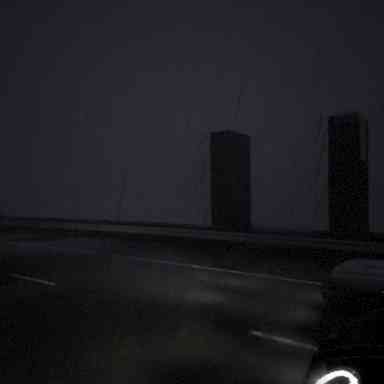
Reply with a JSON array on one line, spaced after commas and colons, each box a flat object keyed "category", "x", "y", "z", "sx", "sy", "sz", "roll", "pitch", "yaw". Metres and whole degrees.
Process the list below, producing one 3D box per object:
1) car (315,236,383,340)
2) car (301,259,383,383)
[{"category": "car", "x": 4.547, "y": 1.572, "z": 4.999, "sx": 4.718, "sy": 1.301, "sz": 1.895, "roll": -1, "pitch": 0, "yaw": 36}, {"category": "car", "x": 2.924, "y": 1.329, "z": 1.797, "sx": 4.553, "sy": 1.767, "sz": 2.097, "roll": -1, "pitch": 0, "yaw": 36}]
